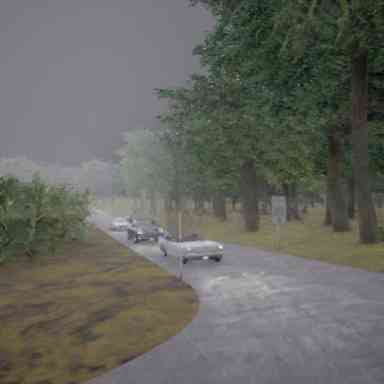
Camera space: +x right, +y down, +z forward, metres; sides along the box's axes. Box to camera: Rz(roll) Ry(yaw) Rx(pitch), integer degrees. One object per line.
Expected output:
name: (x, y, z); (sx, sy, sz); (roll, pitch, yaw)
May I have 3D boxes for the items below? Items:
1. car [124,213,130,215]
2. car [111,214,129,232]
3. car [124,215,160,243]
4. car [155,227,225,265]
car: (-10.399, 4.159, 52.574); (2.097, 1.767, 4.553); (0, -2, -20)
car: (-8.257, 3.691, 38.250); (1.812, 1.442, 4.674); (0, -2, -20)
car: (-3.610, 2.870, 25.531); (2.097, 1.767, 4.553); (0, -3, -20)
car: (-0.159, 2.588, 16.110); (1.895, 1.301, 4.718); (0, -3, -20)
